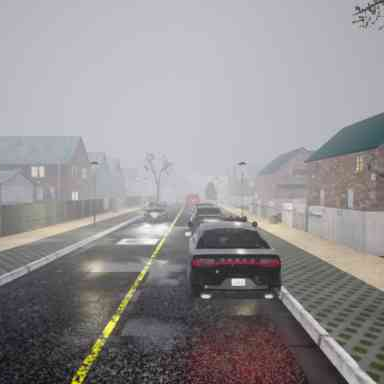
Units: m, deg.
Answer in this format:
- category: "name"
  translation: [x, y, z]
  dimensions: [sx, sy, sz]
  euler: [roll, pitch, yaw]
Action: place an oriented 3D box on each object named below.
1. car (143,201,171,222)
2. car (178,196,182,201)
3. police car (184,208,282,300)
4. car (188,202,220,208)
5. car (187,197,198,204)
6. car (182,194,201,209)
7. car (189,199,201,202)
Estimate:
- category: "car"
  translation: [-2.695, 1.508, 26.429]
  dimensions: [2.128, 1.511, 4.902]
  euler: [0, 0, 0]
- category: "car"
  translation: [-2.563, 1.808, 88.439]
  dimensions: [1.994, 1.385, 4.181]
  euler: [0, 0, 0]
- category: "police car"
  translation: [0.842, 1.424, 8.584]
  dimensions: [1.930, 1.638, 5.238]
  euler: [0, 0, 0]
- category: "car"
  translation: [0.863, 1.512, 18.475]
  dimensions: [1.837, 1.490, 4.892]
  euler: [0, 0, 0]
- category: "car"
  translation: [0.137, 1.677, 66.015]
  dimensions: [2.033, 1.411, 5.357]
  euler: [0, 0, 0]
- category: "car"
  translation: [0.132, 1.281, 46.789]
  dimensions: [2.150, 2.045, 5.566]
  euler: [0, 0, 1]
- category: "car"
  translation: [0.875, 1.519, 24.476]
  dimensions: [1.837, 1.490, 4.892]
  euler: [0, 0, 0]
